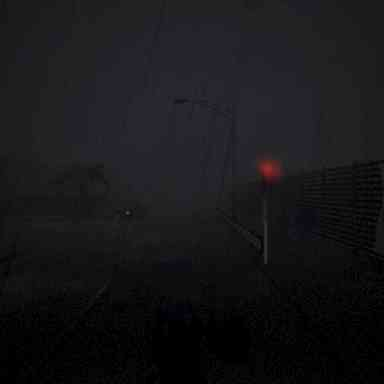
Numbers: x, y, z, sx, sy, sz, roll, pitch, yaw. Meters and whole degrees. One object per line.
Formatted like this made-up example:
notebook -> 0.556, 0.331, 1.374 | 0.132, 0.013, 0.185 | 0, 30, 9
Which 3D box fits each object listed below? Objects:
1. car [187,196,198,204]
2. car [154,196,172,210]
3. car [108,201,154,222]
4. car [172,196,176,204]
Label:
car -> 0.094, 1.505, 63.222 | 1.837, 1.490, 4.892 | 0, 0, 0
car -> -4.034, 1.563, 43.424 | 1.994, 1.385, 4.181 | 0, 0, 0
car -> -4.968, 1.525, 26.941 | 1.812, 1.442, 4.674 | 1, 0, 14
car -> -3.977, 1.477, 61.602 | 1.882, 1.535, 5.008 | 0, 0, 0
